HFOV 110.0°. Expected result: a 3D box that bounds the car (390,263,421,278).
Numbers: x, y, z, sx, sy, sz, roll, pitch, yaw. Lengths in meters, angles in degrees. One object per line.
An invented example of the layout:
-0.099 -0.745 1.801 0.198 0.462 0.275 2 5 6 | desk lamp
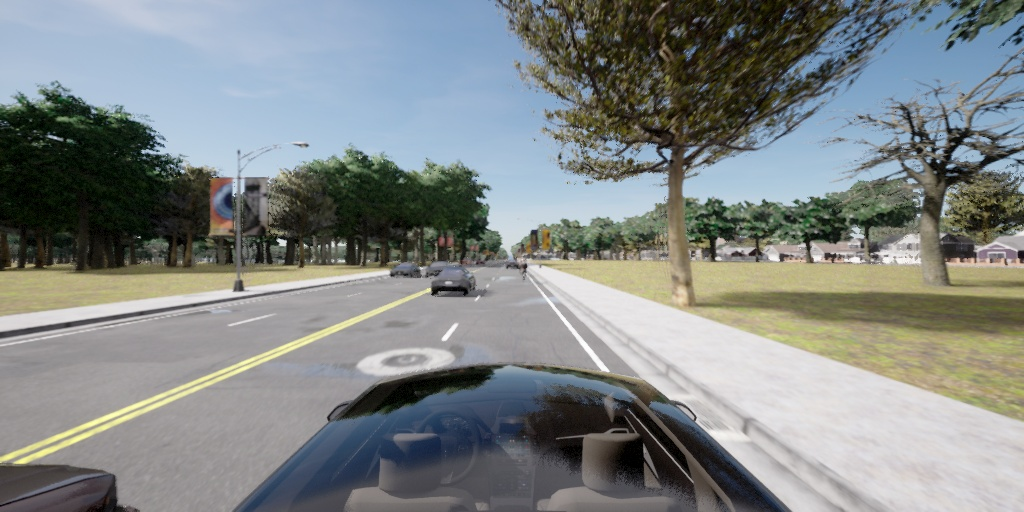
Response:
-9.836 1.313 33.355 1.994 1.385 4.181 0 0 0 | car

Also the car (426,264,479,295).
-3.146 1.310 19.839 1.994 1.385 4.181 0 0 0 | car

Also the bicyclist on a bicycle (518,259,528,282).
0.897 1.117 26.767 0.659 1.776 1.843 0 0 0 | bicyclist on a bicycle

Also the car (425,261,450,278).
-6.588 1.227 32.943 1.882 1.535 5.008 0 0 0 | car

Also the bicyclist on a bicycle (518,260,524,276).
0.899 1.203 35.976 0.582 1.620 1.656 0 0 0 | bicyclist on a bicycle

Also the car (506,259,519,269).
0.069 1.285 56.821 1.812 1.442 4.674 0 0 0 | car
